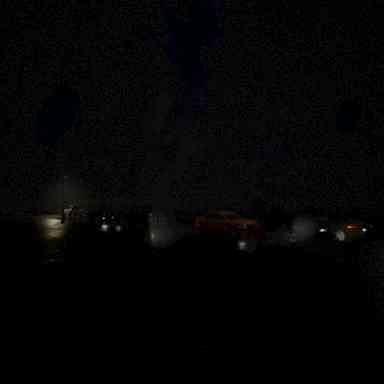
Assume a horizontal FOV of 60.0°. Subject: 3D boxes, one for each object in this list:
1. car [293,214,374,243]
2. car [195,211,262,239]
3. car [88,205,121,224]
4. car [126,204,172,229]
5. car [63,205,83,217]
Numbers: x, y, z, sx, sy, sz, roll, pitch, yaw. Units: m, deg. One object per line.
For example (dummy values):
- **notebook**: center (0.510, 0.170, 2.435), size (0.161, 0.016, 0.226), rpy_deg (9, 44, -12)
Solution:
- **car**: center (7.504, 1.901, 18.014), size (1.994, 1.385, 4.181), rpy_deg (1, -3, -26)
- **car**: center (2.190, 1.968, 20.889), size (1.882, 1.535, 5.008), rpy_deg (1, -3, -35)
- **car**: center (-10.182, 2.495, 38.292), size (2.150, 2.045, 5.566), rpy_deg (1, -3, -35)
- **car**: center (-3.970, 2.099, 29.564), size (2.150, 2.045, 5.566), rpy_deg (1, -3, -36)
- **car**: center (-20.929, 3.381, 58.419), size (2.150, 2.045, 5.566), rpy_deg (1, -3, -36)
